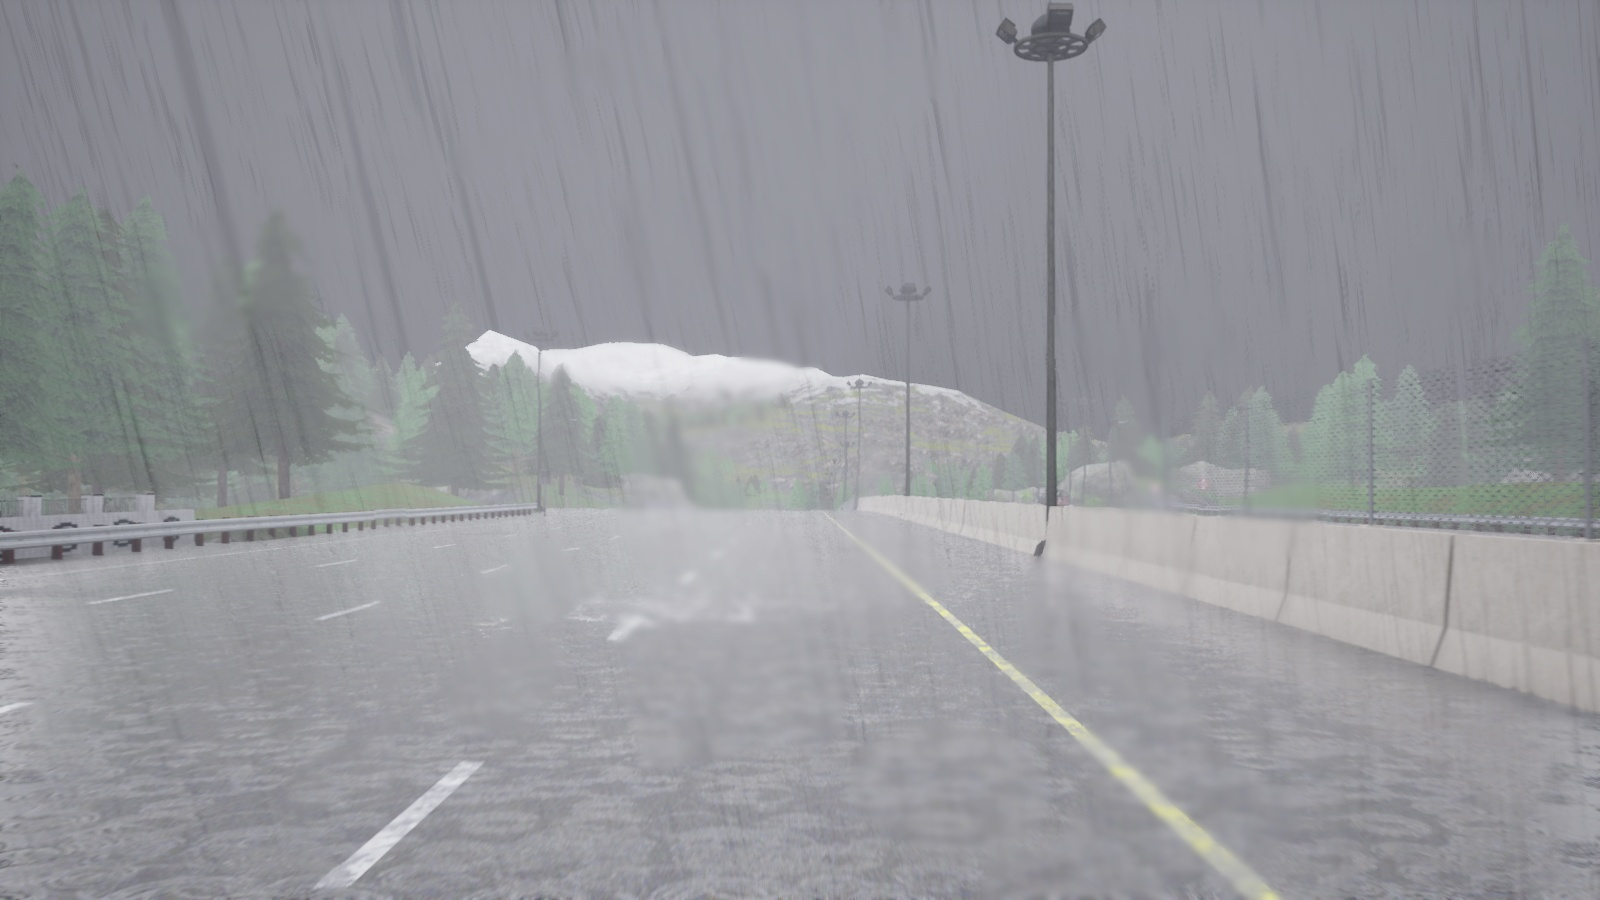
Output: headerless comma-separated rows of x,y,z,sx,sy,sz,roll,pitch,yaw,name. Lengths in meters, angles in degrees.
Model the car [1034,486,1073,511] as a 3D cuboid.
17.297,3.327,85.784,1.851,1.617,3.988,0,-2,0,car
